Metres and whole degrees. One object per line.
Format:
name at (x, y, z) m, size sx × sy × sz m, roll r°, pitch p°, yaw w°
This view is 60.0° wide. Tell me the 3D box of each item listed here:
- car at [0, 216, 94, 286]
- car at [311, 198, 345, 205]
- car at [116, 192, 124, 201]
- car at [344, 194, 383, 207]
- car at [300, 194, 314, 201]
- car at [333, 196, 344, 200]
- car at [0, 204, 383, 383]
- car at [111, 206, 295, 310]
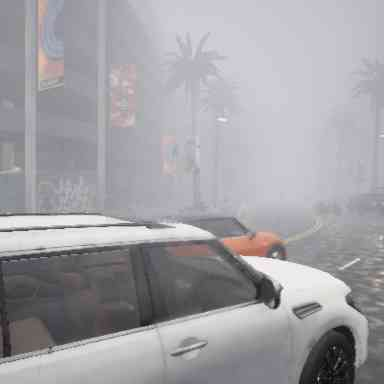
car at (-5.145, 1.516, 8.614) m, size 4.674 × 1.442 × 1.812 m, roll 0°, pitch 0°, yaw -38°
car at (13.471, 1.581, 33.270) m, size 1.895 × 1.301 × 4.718 m, roll 0°, pitch 0°, yaw 12°
car at (-11.626, 0.978, 53.577) m, size 2.435 × 2.045 × 5.566 m, roll 0°, pitch 0°, yaw 10°
car at (16.847, 1.205, 32.352) m, size 2.150 × 2.045 × 5.566 m, roll 0°, pitch 0°, yaw 12°
car at (29.243, 1.301, 83.729) m, size 2.185 × 1.767 × 4.553 m, roll 0°, pitch 0°, yaw 10°
car at (24.054, 1.449, 54.816) m, size 2.231 × 1.521 × 4.892 m, roll 0°, pitch 0°, yaw 10°
car at (-0.710, 1.219, 2.963) m, size 5.566 × 2.045 × 2.150 m, roll 0°, pitch 0°, yaw -36°
car at (0.480, 1.346, 8.582) m, size 4.553 × 1.767 × 2.097 m, roll 0°, pitch 0°, yaw -42°
